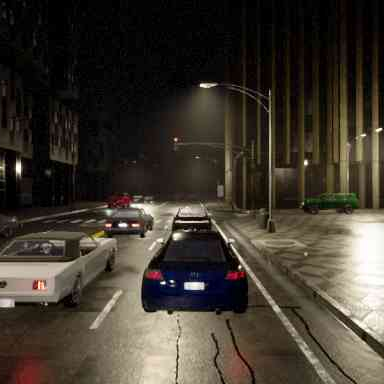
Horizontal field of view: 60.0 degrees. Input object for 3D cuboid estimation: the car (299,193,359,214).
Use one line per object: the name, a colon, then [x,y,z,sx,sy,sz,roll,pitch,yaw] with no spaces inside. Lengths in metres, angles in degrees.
car: [13.566,1.113,32.990,5.566,2.045,2.150,0,0,2]

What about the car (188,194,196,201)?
car: [-0.003,1.342,74.999,2.033,1.411,5.357,0,0,0]

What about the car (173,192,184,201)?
car: [-3.253,1.302,74.999,1.837,1.490,4.892,0,0,0]

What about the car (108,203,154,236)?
car: [-3.153,1.533,17.460,2.033,1.411,5.357,0,0,0]

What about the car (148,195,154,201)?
car: [-9.754,1.330,75.384,1.812,1.442,4.674,0,0,0]

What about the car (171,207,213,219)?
car: [-0.001,1.478,16.521,2.128,1.511,4.902,0,0,0]

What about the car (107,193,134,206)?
car: [-9.852,1.141,45.117,2.150,2.045,5.566,0,0,0]

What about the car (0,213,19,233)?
car: [-9.853,1.536,14.867,2.033,1.411,5.357,0,0,0]

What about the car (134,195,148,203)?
car: [-9.821,1.359,60.307,2.128,1.511,4.902,0,0,0]

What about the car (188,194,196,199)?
car: [-0.003,1.199,85.450,1.895,1.301,4.718,0,0,0]

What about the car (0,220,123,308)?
car: [-3.148,1.597,7.868,1.895,1.301,4.718,0,0,0]

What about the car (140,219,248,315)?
car: [0.086,1.561,7.647,1.994,1.385,4.181,0,0,1]
